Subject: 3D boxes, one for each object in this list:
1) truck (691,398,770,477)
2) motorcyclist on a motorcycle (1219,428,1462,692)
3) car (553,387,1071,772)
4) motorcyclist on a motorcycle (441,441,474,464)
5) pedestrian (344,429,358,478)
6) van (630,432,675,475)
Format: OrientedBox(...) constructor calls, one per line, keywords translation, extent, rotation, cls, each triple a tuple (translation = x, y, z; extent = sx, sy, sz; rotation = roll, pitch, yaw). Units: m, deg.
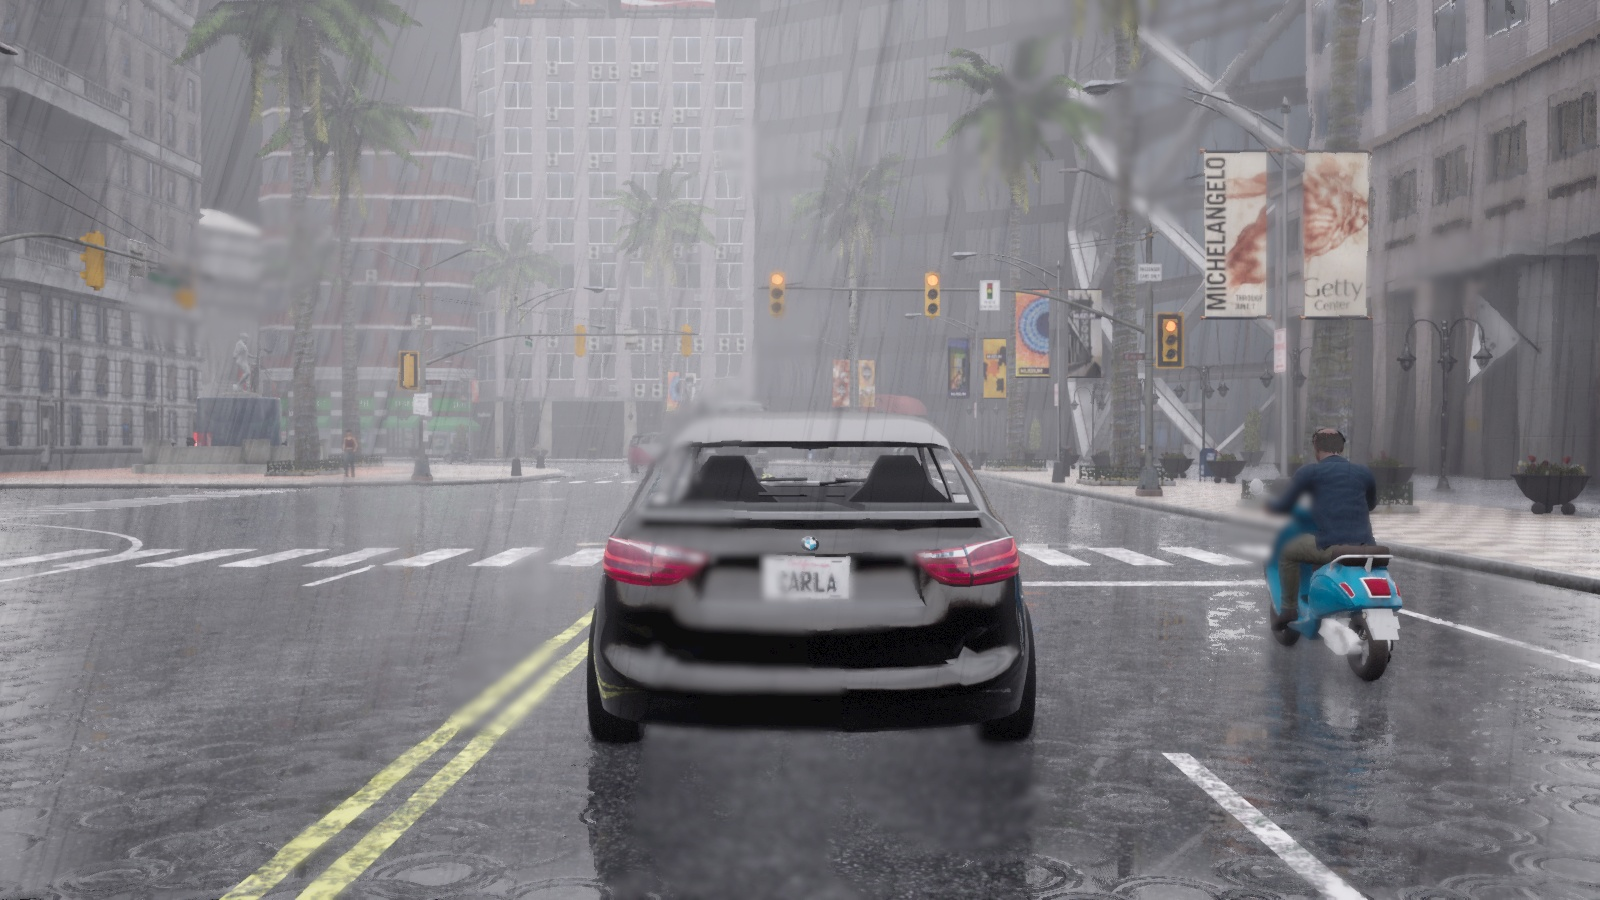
OrientedBox(translation=(-3.409, -0.574, 59.469), extent=(2.891, 3.462, 7.936), rotation=(0, 0, -9), cls="truck")
OrientedBox(translation=(3.552, 0.655, 8.461), extent=(0.866, 1.590, 1.817), rotation=(0, 0, 1), cls="motorcyclist on a motorcycle")
OrientedBox(translation=(0.062, 0.547, 7.745), extent=(2.242, 1.667, 4.611), rotation=(0, 0, 0), cls="car")
OrientedBox(translation=(-24.944, 0.161, 91.349), extent=(2.350, 1.649, 0.766), rotation=(0, 0, 24), cls="motorcyclist on a motorcycle")
OrientedBox(translation=(-16.906, 0.123, 47.286), extent=(0.345, 1.836, 0.594), rotation=(0, 0, -1), cls="pedestrian")
OrientedBox(translation=(-7.206, 0.149, 60.936), extent=(1.775, 1.987, 4.442), rotation=(0, 0, -12), cls="van")
